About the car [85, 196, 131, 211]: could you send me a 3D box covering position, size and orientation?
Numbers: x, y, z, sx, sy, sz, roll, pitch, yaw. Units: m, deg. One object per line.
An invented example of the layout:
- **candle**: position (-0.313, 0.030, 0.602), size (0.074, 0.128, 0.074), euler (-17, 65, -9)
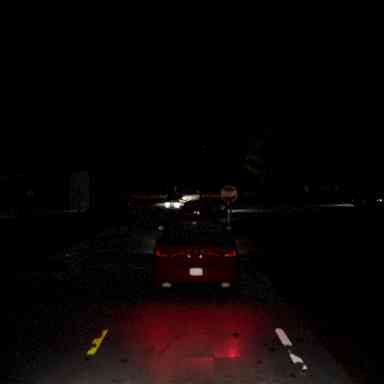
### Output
- **car**: position (-8.790, 1.189, 34.694), size (4.674, 1.442, 1.812), euler (-1, 2, 0)

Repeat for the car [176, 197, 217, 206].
- **car**: position (0.355, 1.252, 19.413), size (1.837, 1.490, 4.892), euler (0, 1, 5)

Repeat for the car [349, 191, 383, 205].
- **car**: position (18.781, 0.616, 34.759), size (4.181, 1.385, 1.994), euler (-1, 2, 0)

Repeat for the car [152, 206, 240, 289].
- **car**: position (0.080, 1.359, 8.872), size (1.882, 1.535, 5.008), euler (0, 1, 0)

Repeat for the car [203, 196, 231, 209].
- **car**: position (1.534, 1.093, 31.039), size (4.181, 1.385, 1.994), euler (-1, 1, 0)

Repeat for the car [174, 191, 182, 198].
- **car**: position (-3.226, 0.550, 77.053), size (1.882, 1.535, 5.008), euler (0, 1, 0)

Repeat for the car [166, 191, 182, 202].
- **car**: position (-3.087, 0.933, 53.505), size (1.895, 1.301, 4.718), euler (0, 1, -1)
